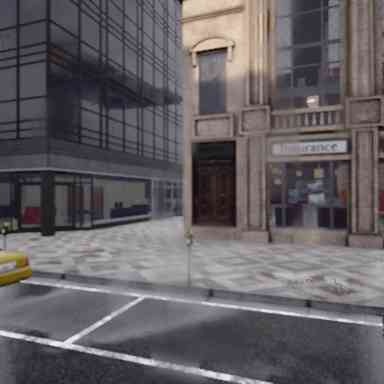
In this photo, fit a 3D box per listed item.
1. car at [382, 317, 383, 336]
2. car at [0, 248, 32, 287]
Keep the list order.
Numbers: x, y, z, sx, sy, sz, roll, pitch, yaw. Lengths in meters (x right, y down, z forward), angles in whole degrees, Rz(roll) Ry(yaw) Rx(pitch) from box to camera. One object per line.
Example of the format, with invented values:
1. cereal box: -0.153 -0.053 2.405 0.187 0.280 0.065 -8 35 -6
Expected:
1. car: 4.567 1.459 3.877 4.097 1.590 1.967 0 0 20
2. car: -6.097 1.555 7.833 4.829 1.417 1.752 0 0 20
